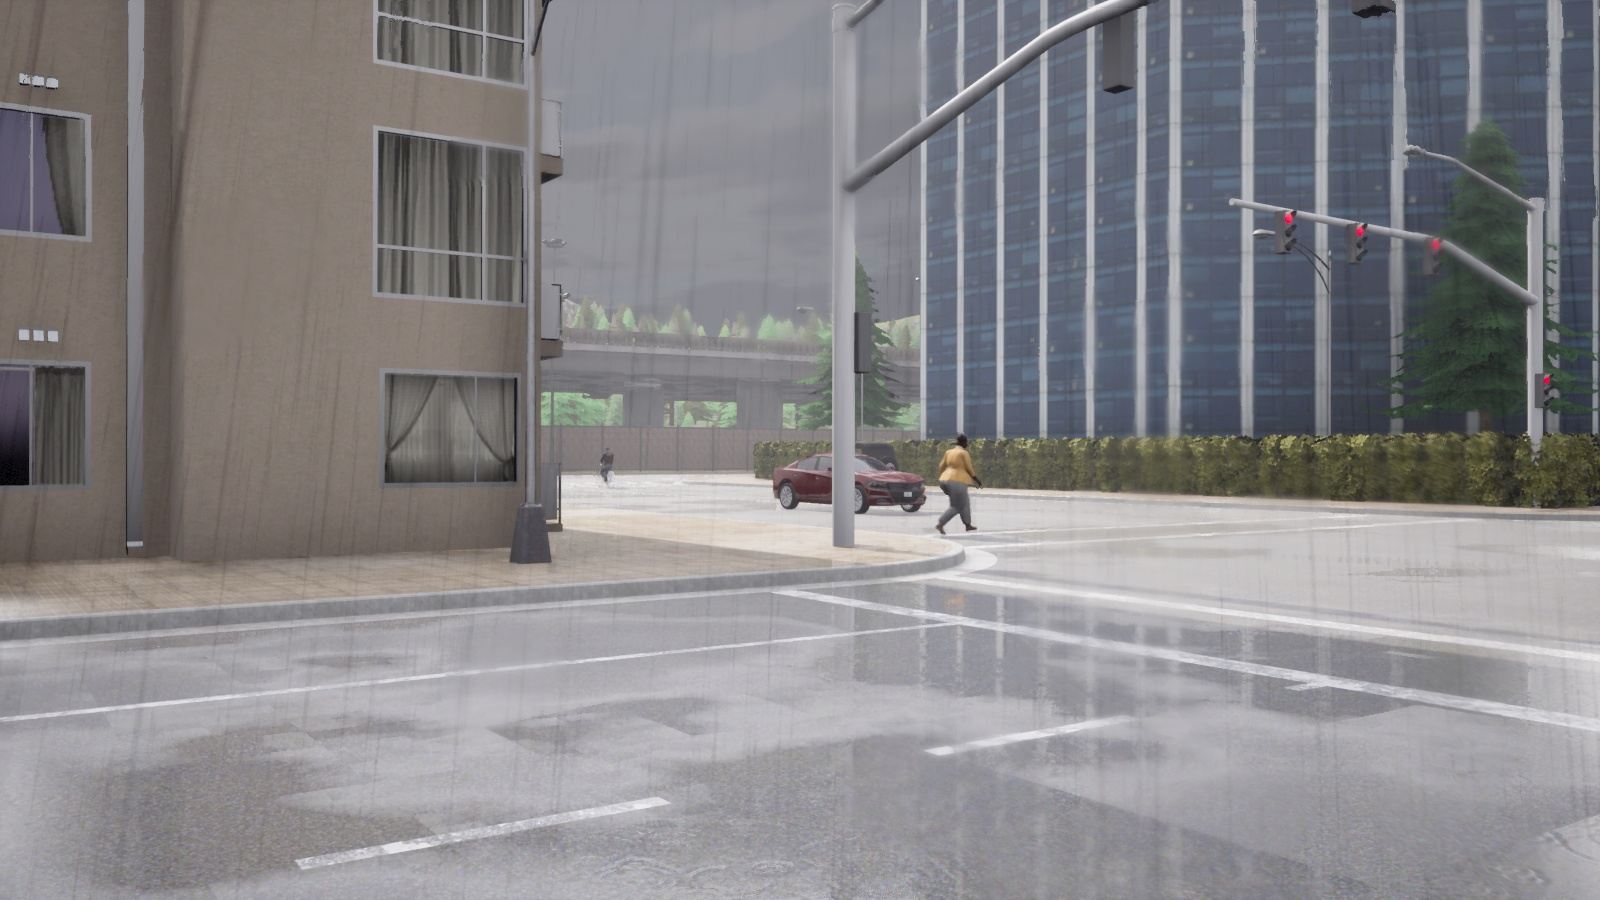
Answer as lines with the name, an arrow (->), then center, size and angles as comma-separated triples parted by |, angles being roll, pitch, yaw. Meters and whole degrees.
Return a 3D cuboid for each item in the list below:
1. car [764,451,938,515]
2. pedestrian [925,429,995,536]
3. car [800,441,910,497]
car -> 1.217, 0.800, 32.555 | 1.882, 1.535, 5.008 | 0, 0, -34
pedestrian -> 2.862, 0.562, 22.461 | 0.900, 1.855, 0.874 | 0, 0, -27
car -> 1.869, 0.644, 44.036 | 1.905, 1.878, 3.866 | 0, 0, -34
